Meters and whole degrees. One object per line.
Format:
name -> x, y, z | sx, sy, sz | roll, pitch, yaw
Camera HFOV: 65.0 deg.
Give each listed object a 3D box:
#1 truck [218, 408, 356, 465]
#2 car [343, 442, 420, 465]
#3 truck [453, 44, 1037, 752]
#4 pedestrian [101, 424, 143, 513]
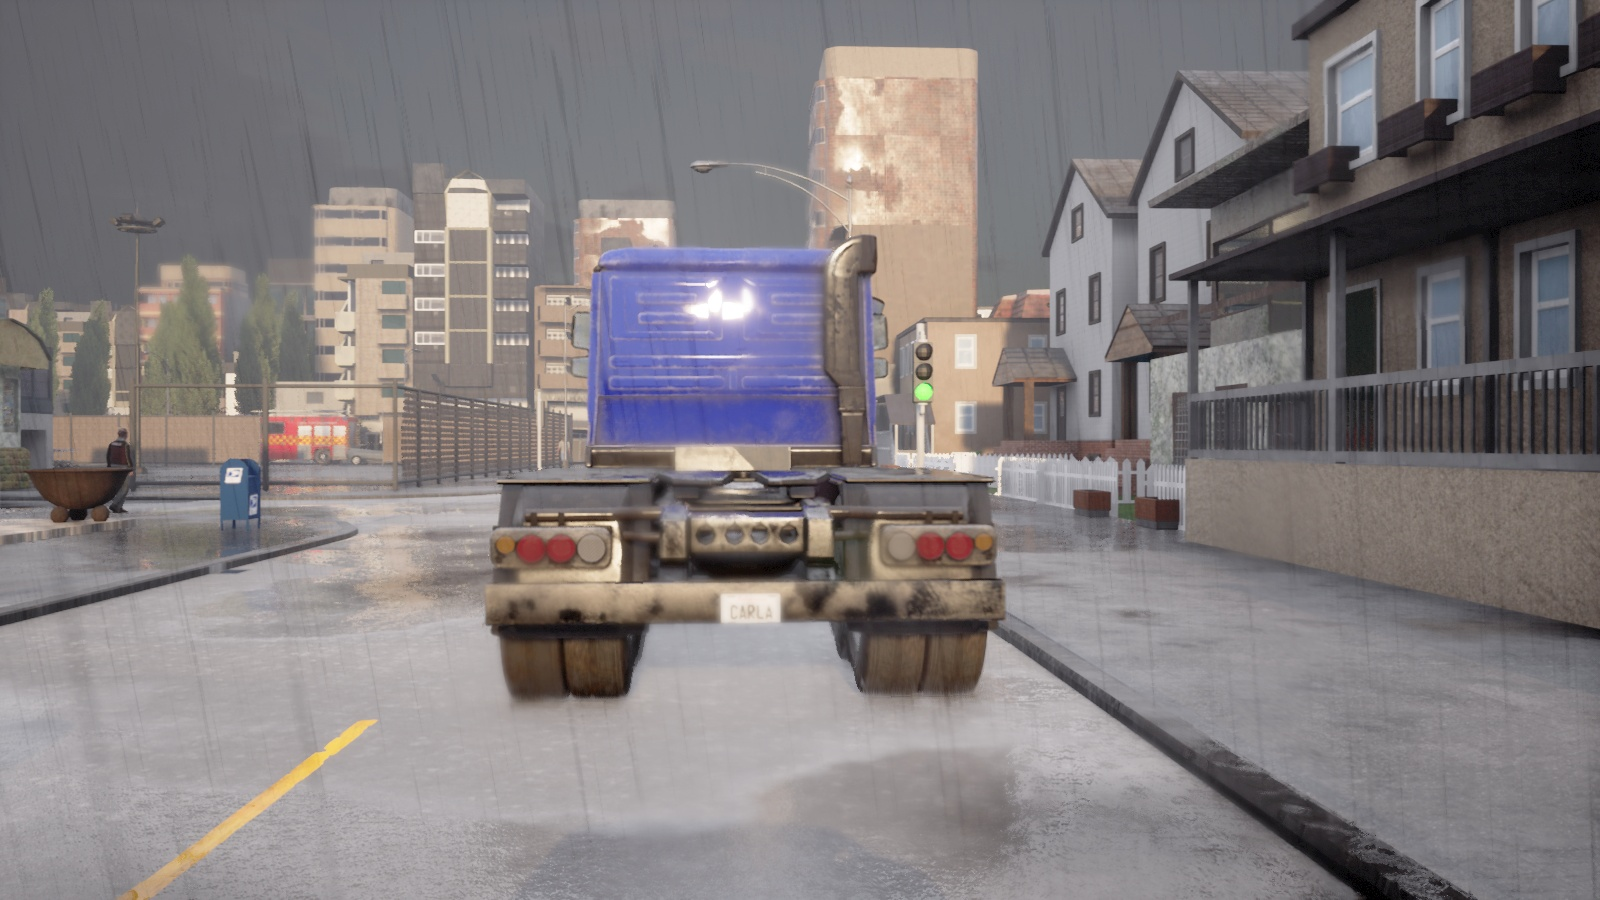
truck -> -35.646, -0.920, 87.482 | 8.468, 3.827, 2.891 | 0, 0, -3
car -> -27.902, 0.216, 83.912 | 4.514, 1.525, 2.007 | 0, 0, -3
truck -> -0.518, -0.289, 10.206 | 2.891, 3.462, 7.936 | 0, 1, -4
pedestrian -> -14.271, 0.383, 26.429 | 0.376, 1.854, 0.720 | 0, 0, 16
